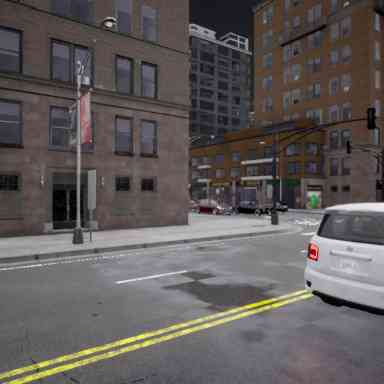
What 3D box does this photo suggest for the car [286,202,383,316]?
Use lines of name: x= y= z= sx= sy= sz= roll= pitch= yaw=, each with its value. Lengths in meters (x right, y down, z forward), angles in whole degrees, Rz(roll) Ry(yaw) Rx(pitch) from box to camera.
car: x=4.639 y=1.223 z=6.757 sx=5.566 sy=2.045 sz=2.150 roll=0 pitch=0 yaw=-36

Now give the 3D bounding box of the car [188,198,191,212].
car: x=-1.058 y=1.421 z=36.834 sx=1.967 sy=1.590 sz=4.097 roll=0 pitch=0 yaw=-35

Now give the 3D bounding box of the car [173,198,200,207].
car: x=-0.872 y=1.579 z=50.466 sx=1.947 sy=1.339 sz=4.313 roll=0 pitch=0 yaw=-35

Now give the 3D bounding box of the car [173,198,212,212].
car: x=-0.022 y=1.482 z=39.764 sx=2.128 sy=1.511 sz=4.902 roll=0 pitch=0 yaw=-35

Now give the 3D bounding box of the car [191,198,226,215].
car: x=2.125 y=1.423 z=32.335 sx=1.967 sy=1.590 sz=4.097 roll=0 pitch=0 yaw=-35

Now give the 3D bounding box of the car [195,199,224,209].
car: x=2.310 y=1.594 z=45.968 sx=1.802 sy=1.307 sz=4.206 roll=0 pitch=0 yaw=-35

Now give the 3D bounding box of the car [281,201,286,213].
car: x=8.676 y=1.580 z=36.969 sx=1.947 sy=1.339 sz=4.313 roll=0 pitch=0 yaw=-35

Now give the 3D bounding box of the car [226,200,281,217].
car: x=5.716 y=1.595 z=31.651 sx=1.895 sy=1.301 sz=4.718 roll=0 pitch=0 yaw=-35
